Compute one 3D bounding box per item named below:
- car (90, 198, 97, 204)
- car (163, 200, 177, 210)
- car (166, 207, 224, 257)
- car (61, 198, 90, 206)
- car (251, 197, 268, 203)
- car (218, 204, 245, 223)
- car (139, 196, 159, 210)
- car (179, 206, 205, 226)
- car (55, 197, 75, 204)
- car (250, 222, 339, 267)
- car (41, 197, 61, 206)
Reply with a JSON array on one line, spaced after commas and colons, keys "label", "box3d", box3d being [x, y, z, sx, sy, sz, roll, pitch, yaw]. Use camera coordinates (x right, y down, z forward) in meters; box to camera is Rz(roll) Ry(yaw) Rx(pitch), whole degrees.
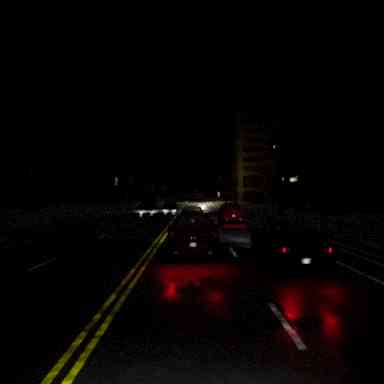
[{"label": "car", "box3d": [-24.734, 2.101, 79.078, 4.097, 1.590, 1.967, 0, 1, 0]}, {"label": "car", "box3d": [-3.330, 1.985, 50.990, 2.033, 1.411, 5.357, 0, 0, 0]}, {"label": "car", "box3d": [0.056, 1.604, 13.473, 1.882, 1.535, 5.008, 0, 0, 0]}, {"label": "car", "box3d": [-24.731, 2.284, 70.554, 4.313, 1.339, 1.947, 0, 1, 0]}, {"label": "car", "box3d": [16.678, 2.019, 82.208, 4.097, 1.590, 1.967, 0, 0, 0]}, {"label": "car", "box3d": [3.305, 1.737, 28.601, 1.882, 1.535, 5.008, 0, 0, 0]}, {"label": "car", "box3d": [-6.582, 1.654, 50.069, 2.150, 2.045, 5.566, 0, -1, 0]}, {"label": "car", "box3d": [0.042, 1.844, 26.742, 1.895, 1.301, 4.718, 0, 0, 0]}, {"label": "car", "box3d": [-30.159, 2.120, 79.074, 4.097, 1.590, 1.967, 0, 1, 0]}, {"label": "car", "box3d": [3.292, 1.712, 11.753, 1.895, 1.301, 4.718, 0, -1, 0]}, {"label": "car", "box3d": [-30.157, 2.052, 70.548, 5.009, 1.841, 2.192, 0, 1, 0]}]
